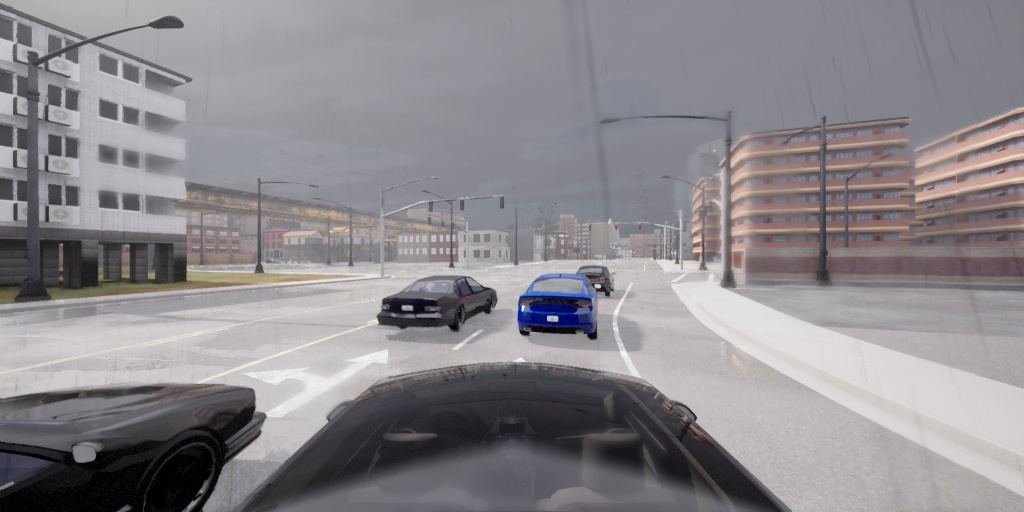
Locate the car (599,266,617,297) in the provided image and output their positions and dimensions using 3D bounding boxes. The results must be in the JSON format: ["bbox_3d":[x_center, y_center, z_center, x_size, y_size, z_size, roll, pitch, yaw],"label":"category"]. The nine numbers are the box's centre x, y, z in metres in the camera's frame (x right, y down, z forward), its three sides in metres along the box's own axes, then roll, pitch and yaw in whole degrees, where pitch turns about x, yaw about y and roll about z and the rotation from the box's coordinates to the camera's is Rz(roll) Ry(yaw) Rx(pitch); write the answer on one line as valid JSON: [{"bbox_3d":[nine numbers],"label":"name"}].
[{"bbox_3d":[4.416,1.255,19.210,1.837,1.490,4.892,0,0,19],"label":"car"}]

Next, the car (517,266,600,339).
[{"bbox_3d":[1.485,1.228,10.288,1.882,1.535,5.008,0,0,14],"label":"car"}]

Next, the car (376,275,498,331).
[{"bbox_3d":[-1.947,1.298,11.090,2.033,1.411,5.357,0,0,13],"label":"car"}]

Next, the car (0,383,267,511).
[{"bbox_3d":[-3.266,1.297,0.954,2.033,1.411,5.357,0,0,-1],"label":"car"}]
